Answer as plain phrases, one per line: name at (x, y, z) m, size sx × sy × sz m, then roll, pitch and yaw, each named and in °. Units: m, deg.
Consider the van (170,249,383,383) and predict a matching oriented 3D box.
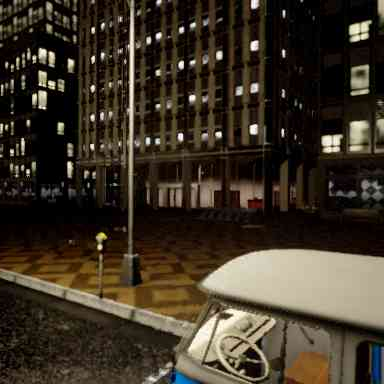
van at (1.662, 1.344, 1.681) m, size 3.998 × 1.788 × 1.690 m, roll 0°, pitch 0°, yaw 35°
